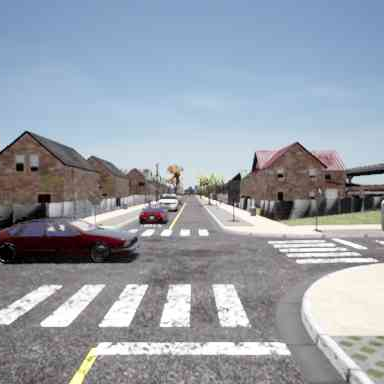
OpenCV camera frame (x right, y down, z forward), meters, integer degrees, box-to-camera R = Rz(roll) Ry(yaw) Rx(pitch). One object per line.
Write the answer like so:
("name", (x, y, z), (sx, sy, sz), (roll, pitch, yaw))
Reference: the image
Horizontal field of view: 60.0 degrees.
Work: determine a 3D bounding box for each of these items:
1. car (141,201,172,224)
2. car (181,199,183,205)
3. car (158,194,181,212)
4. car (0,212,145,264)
("car", (-2.831, 1.615, 25.292), (1.994, 1.385, 4.181), (0, 0, 0))
("car", (-2.718, 1.618, 60.776), (2.128, 1.511, 4.902), (0, 0, 0))
("car", (-2.825, 1.302, 40.315), (2.150, 2.045, 5.566), (0, 0, 0))
("car", (-4.566, 1.593, 11.476), (5.357, 1.411, 2.033), (-1, 0, 1))
